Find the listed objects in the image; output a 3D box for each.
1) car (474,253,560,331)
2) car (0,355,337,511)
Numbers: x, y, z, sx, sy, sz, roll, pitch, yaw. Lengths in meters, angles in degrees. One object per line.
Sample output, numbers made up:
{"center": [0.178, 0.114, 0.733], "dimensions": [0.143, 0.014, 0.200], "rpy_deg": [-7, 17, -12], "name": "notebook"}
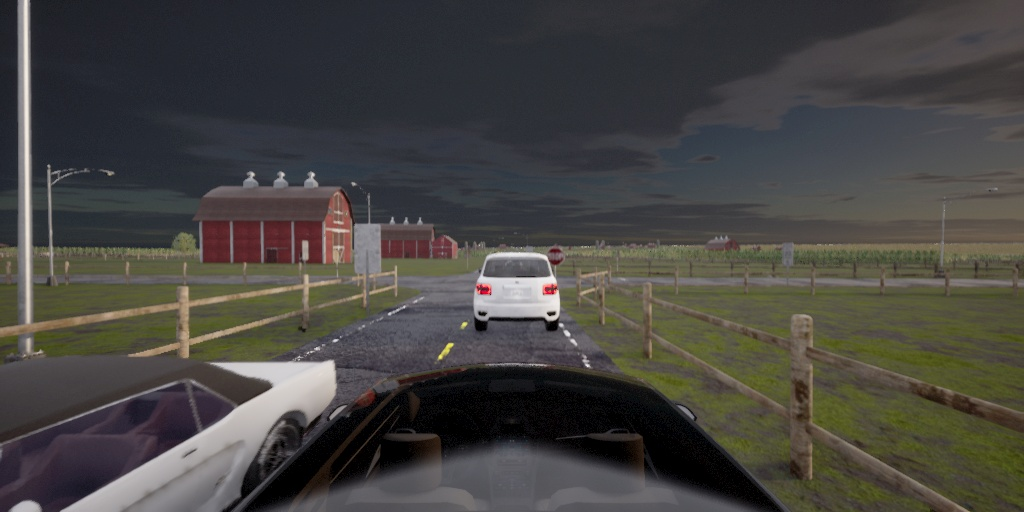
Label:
{"center": [0.121, 0.927, 10.922], "dimensions": [2.150, 2.045, 5.566], "rpy_deg": [0, 0, 0], "name": "car"}
{"center": [-2.836, 1.351, 1.641], "dimensions": [1.895, 1.301, 4.718], "rpy_deg": [0, 0, 0], "name": "car"}
